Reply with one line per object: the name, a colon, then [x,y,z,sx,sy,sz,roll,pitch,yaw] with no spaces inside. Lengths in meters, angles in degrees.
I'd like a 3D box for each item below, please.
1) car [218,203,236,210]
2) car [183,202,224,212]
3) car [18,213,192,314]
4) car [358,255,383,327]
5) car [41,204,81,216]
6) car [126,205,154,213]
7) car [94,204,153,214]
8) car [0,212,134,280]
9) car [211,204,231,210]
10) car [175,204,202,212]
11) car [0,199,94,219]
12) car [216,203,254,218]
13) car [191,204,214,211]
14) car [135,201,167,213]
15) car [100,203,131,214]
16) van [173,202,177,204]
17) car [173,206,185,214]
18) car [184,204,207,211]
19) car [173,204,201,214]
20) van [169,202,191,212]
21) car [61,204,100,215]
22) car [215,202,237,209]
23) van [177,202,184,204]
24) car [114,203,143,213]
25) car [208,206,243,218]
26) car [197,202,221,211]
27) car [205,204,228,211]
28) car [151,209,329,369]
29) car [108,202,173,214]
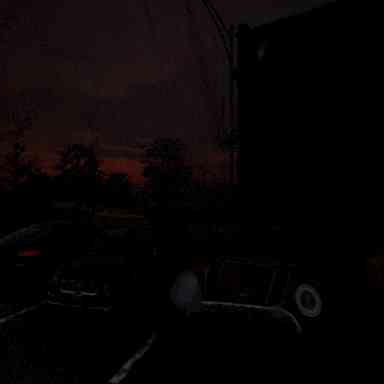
car: [9.187,3.852,87.505,4.553,1.767,2.185,0,-2,14]
car: [1.540,2.640,44.502,4.553,1.767,2.185,1,-1,15]
car: [-1.239,1.486,7.830,2.231,1.521,4.892,1,-1,16]
car: [3.534,1.481,4.210,1.946,1.575,5.366,1,-1,15]
car: [-18.578,2.500,47.324,4.892,1.521,2.231,0,-2,15]
car: [-9.396,3.027,60.578,4.674,1.452,2.002,0,-2,15]
car: [-6.890,2.287,32.075,5.366,1.575,1.946,2,-2,15]
car: [-3.650,1.524,9.543,2.002,1.452,4.674,0,-1,15]
car: [7.499,3.889,85.049,4.892,1.521,2.231,0,-2,14]
car: [-0.751,3.434,72.765,5.366,1.575,1.946,0,-2,15]
car: [-6.058,1.232,11.293,2.435,2.045,5.566,0,-1,16]
car: [6.687,2.785,51.898,5.566,2.045,2.435,1,-1,15]
car: [2.480,3.647,77.700,4.792,1.488,2.163,0,-2,15]
car: [-7.729,2.826,63.035,5.566,2.045,2.435,0,-2,15]
car: [-12.812,2.682,55.700,4.553,1.767,2.185,0,-2,15]
van: [-5.893,2.941,65.448,4.442,1.987,1.878,0,-2,15]
car: [-3.613,2.531,37.069,4.674,1.452,2.002,1,-1,15]
car: [0.730,3.557,75.260,4.792,1.488,2.163,0,-2,15]
car: [-1.877,2.585,39.547,5.008,1.535,2.097,1,-1,15]
van: [-2.509,3.122,70.346,4.442,1.987,1.878,0,-2,15]
car: [-16.830,2.599,50.155,5.366,1.575,1.946,0,-2,15]
car: [3.261,2.604,46.958,5.566,2.045,2.435,1,-1,15]
van: [-4.202,3.031,67.896,4.442,1.987,1.878,0,-2,15]
car: [-11.059,2.771,58.122,4.553,1.767,2.185,0,-2,15]
car: [4.967,2.976,49.426,4.792,1.488,2.163,1,-1,15]
car: [4.114,3.457,80.163,5.566,2.045,2.435,0,-2,15]
car: [6.002,3.795,82.559,5.366,1.575,1.946,0,-2,14]
car: [1.179,1.361,6.139,2.185,1.767,4.553,1,-1,16]
car: [-5.304,2.141,34.603,5.566,2.045,2.435,1,-1,15]
